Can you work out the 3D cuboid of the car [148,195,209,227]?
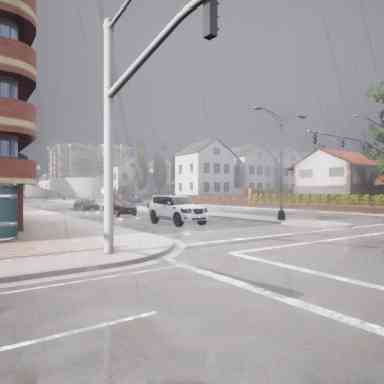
[{"bbox_3d":[-1.094,1.221,23.488,2.150,2.045,5.566,0,0,-35],"label":"car"}]

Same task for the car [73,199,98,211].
[{"bbox_3d":[-13.047,1.547,40.786,2.033,1.411,5.357,0,0,-35],"label":"car"}]

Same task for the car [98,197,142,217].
[{"bbox_3d":[-7.002,1.476,32.027,1.882,1.535,5.008,0,0,-34],"label":"car"}]
